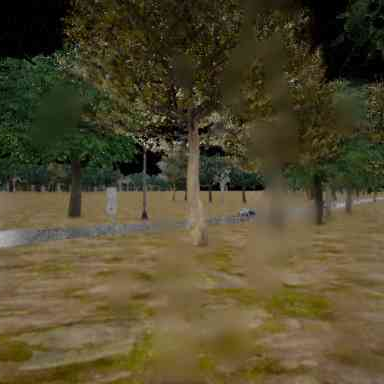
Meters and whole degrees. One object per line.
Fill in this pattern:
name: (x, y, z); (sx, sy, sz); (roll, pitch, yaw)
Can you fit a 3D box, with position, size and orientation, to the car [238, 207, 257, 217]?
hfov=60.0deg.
car: (9.314, 3.342, 56.010); (2.128, 1.511, 4.902); (-2, -2, 33)
